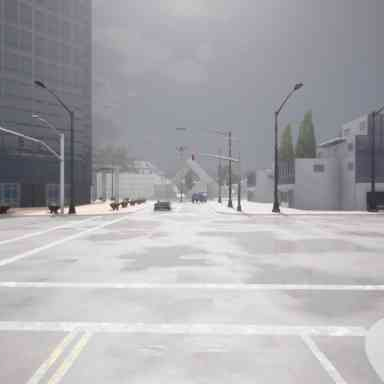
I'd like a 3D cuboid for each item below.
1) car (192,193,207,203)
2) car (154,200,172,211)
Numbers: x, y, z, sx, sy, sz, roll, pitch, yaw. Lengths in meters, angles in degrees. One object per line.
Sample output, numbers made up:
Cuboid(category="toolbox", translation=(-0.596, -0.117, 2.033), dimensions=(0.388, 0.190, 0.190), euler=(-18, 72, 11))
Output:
Cuboid(category="car", translation=(1.517, 1.219, 69.570), dimensions=(2.150, 2.045, 5.566), euler=(0, 0, 15))
Cuboid(category="car", translation=(-3.615, 1.600, 41.563), dimensions=(1.895, 1.301, 4.718), euler=(0, 0, 0))
